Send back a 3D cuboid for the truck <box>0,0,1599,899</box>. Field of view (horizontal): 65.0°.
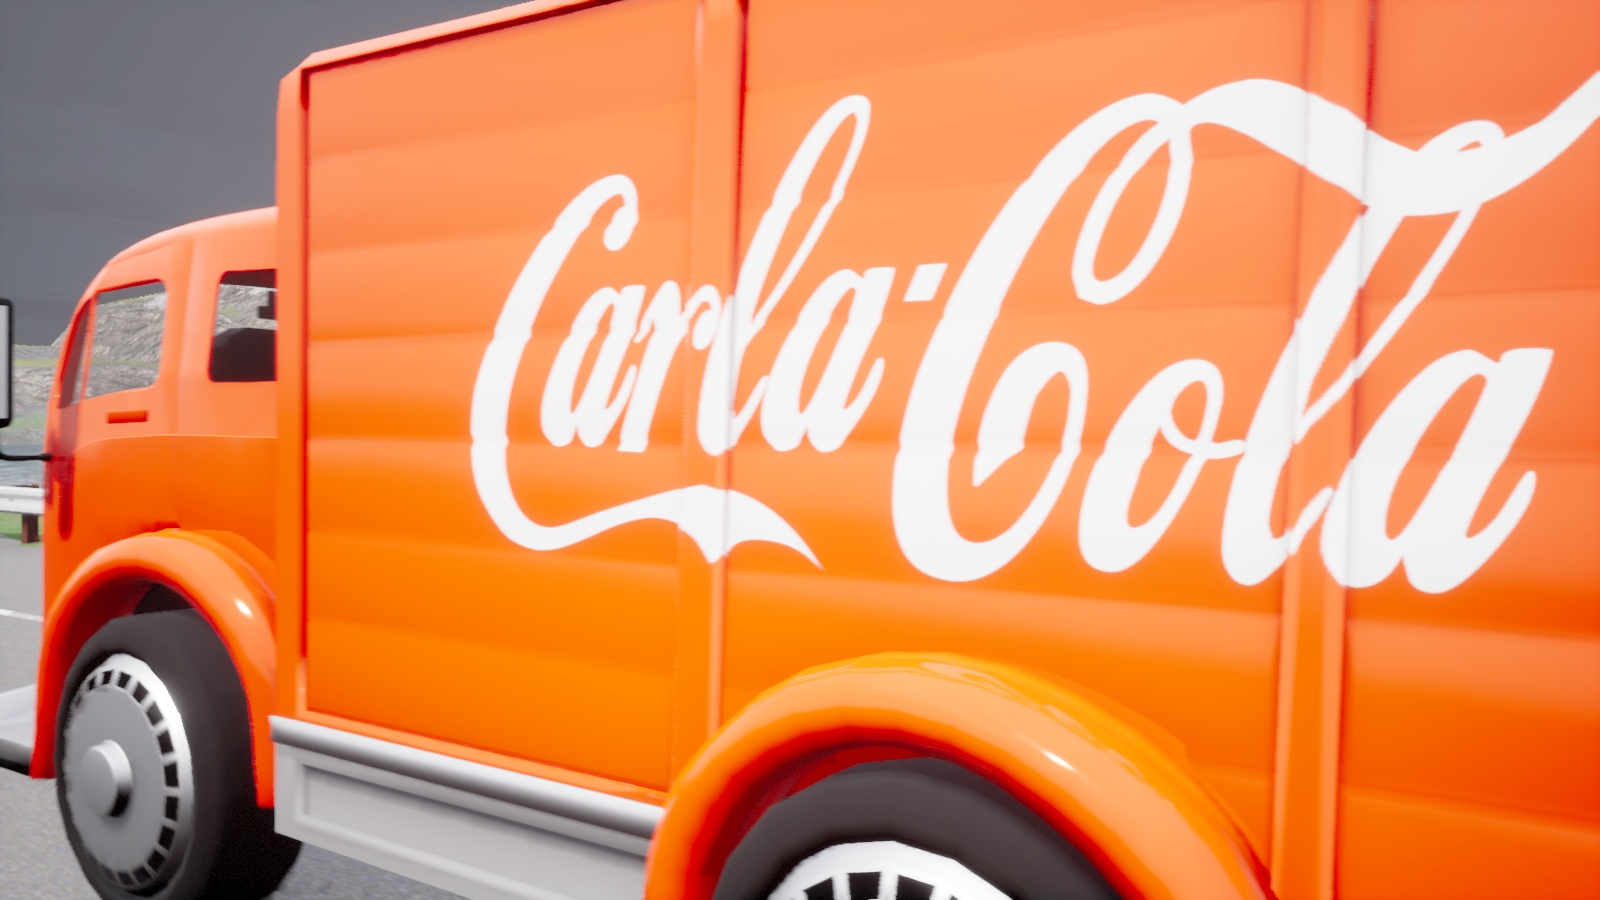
[{"bbox_3d":[-0.240,0.195,3.773,5.204,2.467,2.627,0,1,34],"label":"truck"}]
